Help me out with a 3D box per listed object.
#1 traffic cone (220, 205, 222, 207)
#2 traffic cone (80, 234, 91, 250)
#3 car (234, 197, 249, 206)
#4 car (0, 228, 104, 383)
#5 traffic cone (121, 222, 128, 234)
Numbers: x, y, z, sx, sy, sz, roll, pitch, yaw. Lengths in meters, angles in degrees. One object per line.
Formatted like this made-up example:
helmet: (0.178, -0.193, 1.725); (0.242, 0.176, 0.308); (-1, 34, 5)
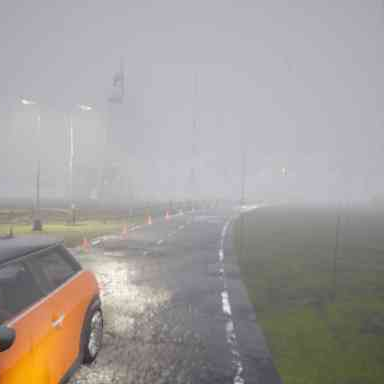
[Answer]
traffic cone: (4.567, 2.050, 52.426); (0.340, 0.580, 0.340); (0, 0, 20)
traffic cone: (-4.127, 1.930, 12.845); (0.340, 0.580, 0.340); (0, 0, 5)
car: (8.397, 1.632, 56.293); (1.837, 1.490, 4.892); (0, -1, 20)
car: (-2.343, 1.341, 2.809); (2.097, 1.767, 4.553); (0, 0, 2)
traffic cone: (-3.597, 1.930, 17.897); (0.340, 0.580, 0.340); (0, 0, 7)
